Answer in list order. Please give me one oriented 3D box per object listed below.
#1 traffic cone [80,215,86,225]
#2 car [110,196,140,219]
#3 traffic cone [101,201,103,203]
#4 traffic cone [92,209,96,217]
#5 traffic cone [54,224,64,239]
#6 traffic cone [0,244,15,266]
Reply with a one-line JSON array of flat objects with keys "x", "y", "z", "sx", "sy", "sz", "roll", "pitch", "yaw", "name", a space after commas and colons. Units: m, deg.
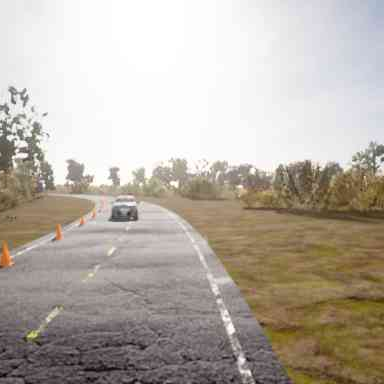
[{"x": -6.354, "y": 1.618, "z": 19.316, "sx": 0.340, "sy": 0.580, "sz": 0.340, "roll": 0, "pitch": 1, "yaw": -8, "name": "traffic cone"}, {"x": -4.916, "y": 1.067, "z": 24.573, "sx": 2.128, "sy": 1.511, "sz": 4.902, "roll": 0, "pitch": 1, "yaw": -10, "name": "car"}, {"x": -9.087, "y": 1.375, "z": 33.782, "sx": 0.340, "sy": 0.580, "sz": 0.340, "roll": 0, "pitch": 1, "yaw": -14, "name": "traffic cone"}, {"x": -7.103, "y": 1.535, "z": 24.168, "sx": 0.340, "sy": 0.580, "sz": 0.340, "roll": 0, "pitch": 1, "yaw": -10, "name": "traffic cone"}, {"x": -5.766, "y": 1.702, "z": 14.442, "sx": 0.340, "sy": 0.580, "sz": 0.340, "roll": 0, "pitch": 1, "yaw": -6, "name": "traffic cone"}, {"x": -5.342, "y": 1.787, "z": 9.552, "sx": 0.340, "sy": 0.580, "sz": 0.340, "roll": 0, "pitch": 1, "yaw": -4, "name": "traffic cone"}]
